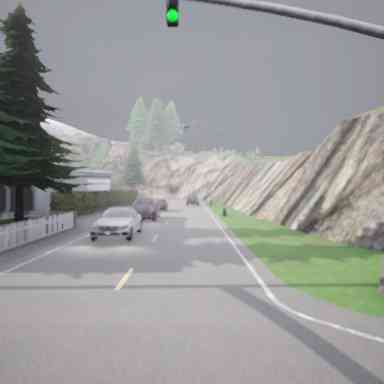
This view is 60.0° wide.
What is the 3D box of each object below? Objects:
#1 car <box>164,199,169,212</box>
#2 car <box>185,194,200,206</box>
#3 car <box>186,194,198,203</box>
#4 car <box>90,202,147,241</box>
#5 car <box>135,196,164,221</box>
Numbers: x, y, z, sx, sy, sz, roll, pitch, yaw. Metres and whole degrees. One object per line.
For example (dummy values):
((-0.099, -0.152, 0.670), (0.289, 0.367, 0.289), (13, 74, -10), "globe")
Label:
((-3.598, 1.314, 35.405), (1.994, 1.385, 4.181), (0, 1, 1), "car")
((0.075, 1.190, 46.893), (2.033, 1.411, 5.357), (0, 1, 0), "car")
((-0.045, 1.066, 57.141), (1.812, 1.442, 4.674), (0, 1, -2), "car")
((-3.604, 1.463, 16.543), (1.812, 1.442, 4.674), (0, 1, 0), "car")
((-3.605, 1.200, 25.497), (2.097, 1.767, 4.553), (0, 1, 0), "car")
